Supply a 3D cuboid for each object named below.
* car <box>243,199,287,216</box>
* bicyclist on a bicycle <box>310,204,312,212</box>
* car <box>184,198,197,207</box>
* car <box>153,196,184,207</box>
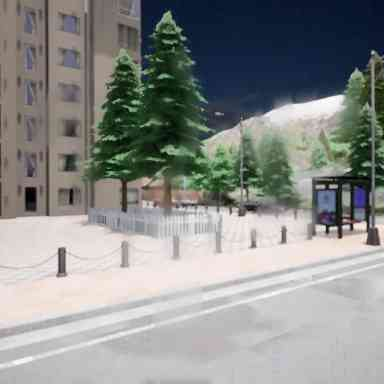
[{"bbox_3d":[6.852,1.418,32.087,2.128,1.511,4.902,0,0,-35],"label":"car"},{"bbox_3d":[13.132,1.354,35.483,1.656,1.620,0.582,-1,0,-35],"label":"bicyclist on a bicycle"},{"bbox_3d":[-1.300,1.516,50.005,1.895,1.301,4.718,0,0,-35],"label":"car"},{"bbox_3d":[-3.633,1.333,47.218,2.097,1.767,4.553,0,0,-35],"label":"car"}]
